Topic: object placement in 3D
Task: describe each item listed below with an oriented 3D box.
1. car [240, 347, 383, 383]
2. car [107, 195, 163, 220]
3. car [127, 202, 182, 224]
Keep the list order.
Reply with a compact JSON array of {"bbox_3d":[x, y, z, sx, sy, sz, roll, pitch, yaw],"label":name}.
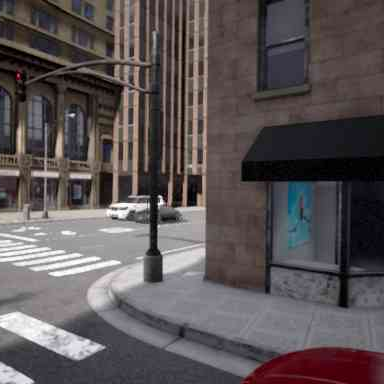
[{"bbox_3d":[2.218,1.546,1.389,4.507,1.381,1.887,0,1,35],"label":"car"},{"bbox_3d":[-4.586,1.321,28.371,2.150,2.045,5.566,1,0,35],"label":"car"},{"bbox_3d":[-2.590,1.703,25.564,1.994,1.385,4.181,1,0,35],"label":"car"}]
